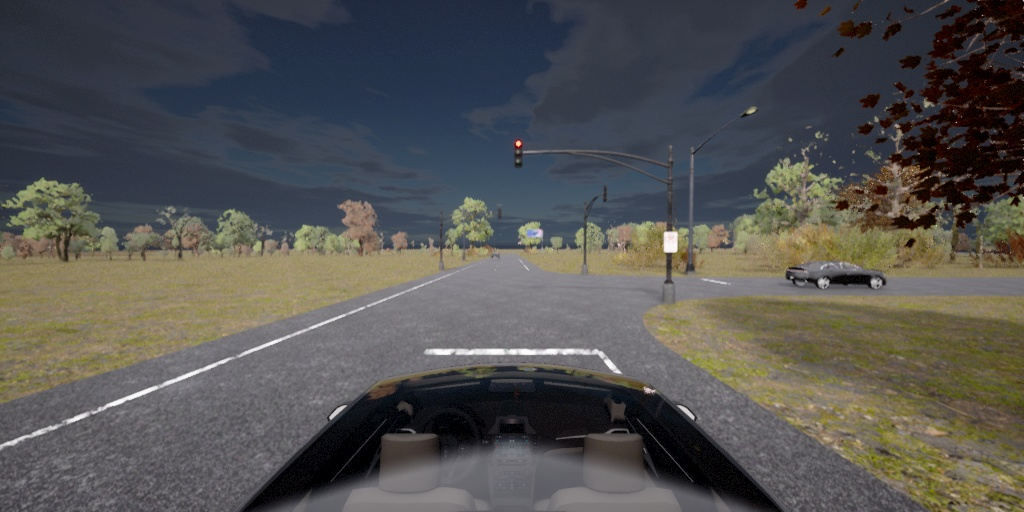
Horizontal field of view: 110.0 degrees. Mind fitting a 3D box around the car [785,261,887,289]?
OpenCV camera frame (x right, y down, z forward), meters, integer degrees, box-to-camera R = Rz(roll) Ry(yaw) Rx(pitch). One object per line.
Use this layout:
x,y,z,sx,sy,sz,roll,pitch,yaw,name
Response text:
18.326,1.039,20.367,4.902,1.511,2.128,0,2,0,car
